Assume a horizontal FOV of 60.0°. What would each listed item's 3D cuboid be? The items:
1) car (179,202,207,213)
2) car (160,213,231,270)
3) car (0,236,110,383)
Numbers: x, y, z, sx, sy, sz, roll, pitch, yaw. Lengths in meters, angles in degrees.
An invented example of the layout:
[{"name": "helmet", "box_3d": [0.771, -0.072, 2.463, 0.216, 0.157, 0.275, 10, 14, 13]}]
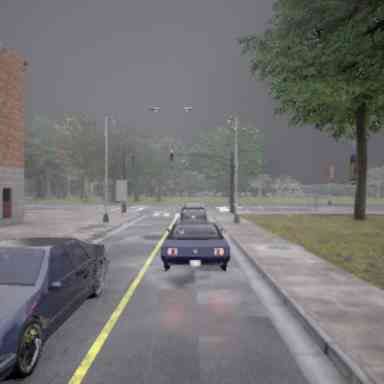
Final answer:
[{"name": "car", "box_3d": [0.091, 1.469, 24.704, 2.128, 1.511, 4.902, 0, 0, 0]}, {"name": "car", "box_3d": [0.096, 1.577, 10.930, 1.895, 1.301, 4.718, 0, 0, 0]}, {"name": "car", "box_3d": [-2.852, 1.532, 5.701, 2.033, 1.411, 5.357, 0, 0, 0]}]
